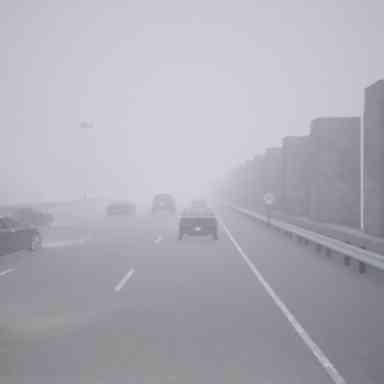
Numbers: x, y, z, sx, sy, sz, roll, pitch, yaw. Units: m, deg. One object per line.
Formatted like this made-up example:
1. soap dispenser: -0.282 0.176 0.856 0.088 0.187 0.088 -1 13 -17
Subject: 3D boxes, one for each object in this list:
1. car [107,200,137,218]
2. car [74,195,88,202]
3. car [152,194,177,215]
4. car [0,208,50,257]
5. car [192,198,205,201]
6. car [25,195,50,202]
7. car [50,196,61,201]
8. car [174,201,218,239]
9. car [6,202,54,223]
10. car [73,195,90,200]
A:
1. car: -6.375 1.469 30.579 1.882 1.535 5.008 0 0 1
2. car: -25.127 1.515 75.510 2.033 1.411 5.357 0 0 -7
3. car: -2.800 1.213 34.206 2.150 2.045 5.566 0 0 1
4. car: -6.806 1.503 11.007 1.837 1.490 4.892 0 0 1
5. car: 0.759 1.482 38.829 2.128 1.511 4.902 0 0 1
6. car: -27.422 1.336 58.378 2.097 1.767 4.553 0 0 0
7. car: -32.722 1.524 79.370 1.895 1.301 4.718 0 0 -8
8. car: 0.320 1.473 17.238 1.882 1.535 5.008 0 0 1
9. car: -10.136 1.542 19.655 2.033 1.411 5.357 0 0 1
10. car: -20.538 1.335 61.792 2.097 1.767 4.553 0 0 -2
